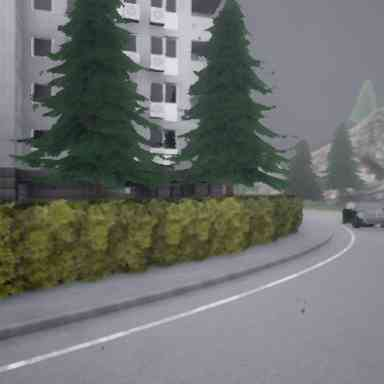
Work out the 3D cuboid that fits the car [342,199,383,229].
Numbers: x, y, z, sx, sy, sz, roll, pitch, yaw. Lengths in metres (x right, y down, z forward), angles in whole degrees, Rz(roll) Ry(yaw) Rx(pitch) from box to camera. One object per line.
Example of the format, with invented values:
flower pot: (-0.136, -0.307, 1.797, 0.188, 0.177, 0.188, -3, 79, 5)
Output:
car: (11.255, 1.385, 21.517, 2.097, 1.767, 4.553, 0, 0, 12)
